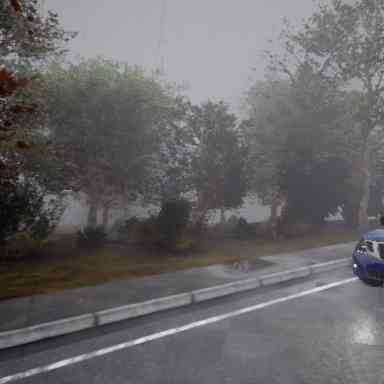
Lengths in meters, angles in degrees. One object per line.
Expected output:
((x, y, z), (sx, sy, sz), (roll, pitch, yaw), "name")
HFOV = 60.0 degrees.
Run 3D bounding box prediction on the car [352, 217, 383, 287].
((6.234, 1.199, 8.128), (5.566, 2.045, 2.150), (0, 0, -35), "car")
